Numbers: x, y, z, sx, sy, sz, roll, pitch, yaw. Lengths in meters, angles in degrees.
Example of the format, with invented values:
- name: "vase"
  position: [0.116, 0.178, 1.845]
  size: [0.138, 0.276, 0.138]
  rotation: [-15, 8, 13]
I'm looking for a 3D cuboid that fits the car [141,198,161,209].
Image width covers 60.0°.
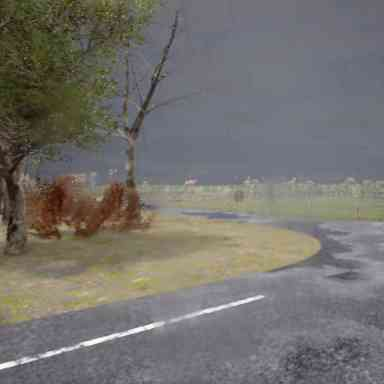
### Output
- name: "car"
  position: [-5.692, 1.499, 42.838]
  size: [1.837, 1.490, 4.892]
  rotation: [-1, 1, -31]
